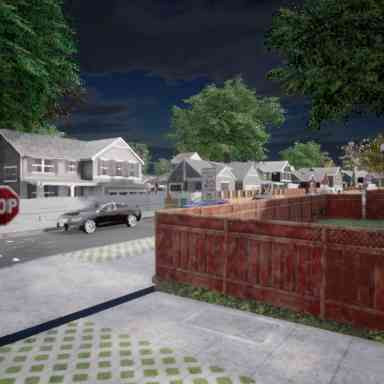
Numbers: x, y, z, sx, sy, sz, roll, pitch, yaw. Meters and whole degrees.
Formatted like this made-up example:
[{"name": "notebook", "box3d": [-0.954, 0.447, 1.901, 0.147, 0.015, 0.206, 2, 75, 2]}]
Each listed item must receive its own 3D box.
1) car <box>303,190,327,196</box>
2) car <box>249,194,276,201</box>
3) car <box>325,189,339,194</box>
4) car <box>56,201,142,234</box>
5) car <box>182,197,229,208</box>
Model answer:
[{"name": "car", "box3d": [14.534, 0.803, 40.475, 1.994, 1.385, 4.181, 0, 1, 36]}, {"name": "car", "box3d": [7.604, 0.939, 35.594, 1.994, 1.385, 4.181, 0, 1, 36]}, {"name": "car", "box3d": [20.156, 0.412, 48.600, 2.097, 1.767, 4.553, 0, 1, 35]}, {"name": "car", "box3d": [-4.825, 1.256, 17.850, 2.128, 1.511, 4.902, 0, 1, 35]}, {"name": "car", "box3d": [1.149, 1.056, 26.390, 1.882, 1.535, 5.008, 0, 1, 35]}]
